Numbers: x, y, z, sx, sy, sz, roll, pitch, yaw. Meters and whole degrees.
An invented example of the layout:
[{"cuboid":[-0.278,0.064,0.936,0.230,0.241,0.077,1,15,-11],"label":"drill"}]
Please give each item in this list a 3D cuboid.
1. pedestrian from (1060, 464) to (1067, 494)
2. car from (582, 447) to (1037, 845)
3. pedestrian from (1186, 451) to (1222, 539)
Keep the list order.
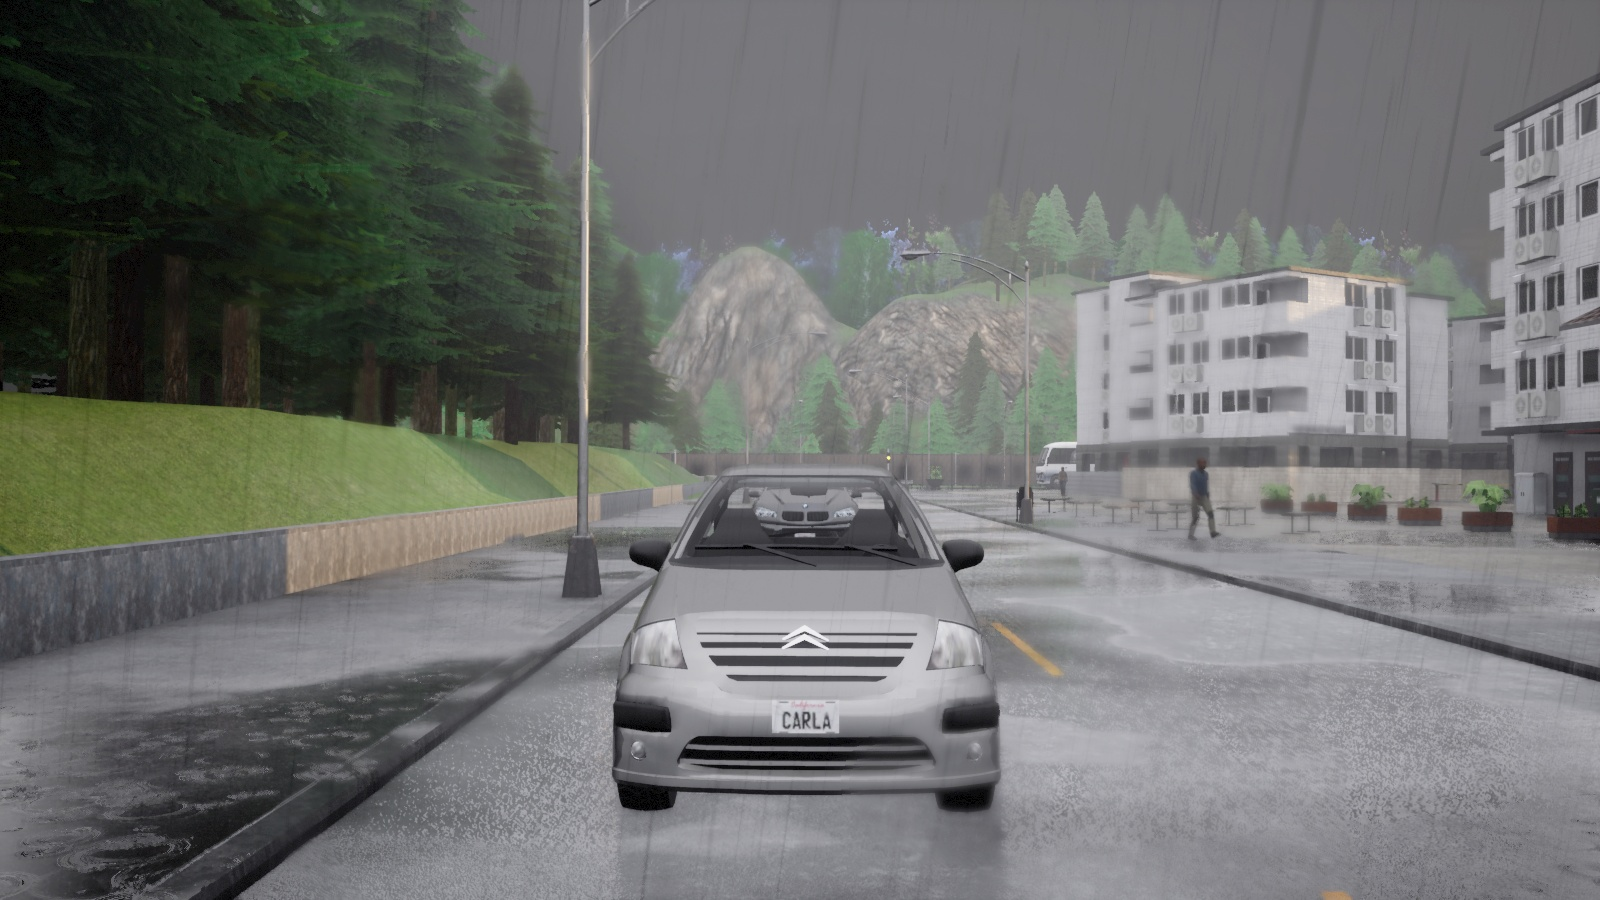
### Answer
[{"cuboid":[15.625,1.709,74.448,0.328,1.805,0.869,0,-1,9],"label":"pedestrian"},{"cuboid":[0.044,0.832,7.120,1.851,1.617,3.988,0,-1,0],"label":"car"},{"cuboid":[8.556,0.936,26.616,0.370,1.835,0.726,0,-1,-17],"label":"pedestrian"}]
